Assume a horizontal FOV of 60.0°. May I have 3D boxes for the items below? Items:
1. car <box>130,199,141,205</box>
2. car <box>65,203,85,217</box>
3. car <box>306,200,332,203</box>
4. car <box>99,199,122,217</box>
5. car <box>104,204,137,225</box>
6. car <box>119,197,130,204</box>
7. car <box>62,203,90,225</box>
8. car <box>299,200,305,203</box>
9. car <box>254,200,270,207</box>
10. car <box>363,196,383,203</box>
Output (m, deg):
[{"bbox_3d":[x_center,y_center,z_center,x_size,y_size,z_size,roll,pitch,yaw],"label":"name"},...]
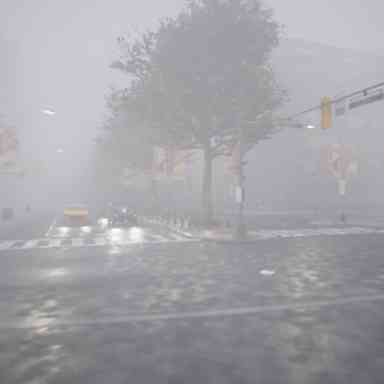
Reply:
[{"bbox_3d":[-14.347,2.484,84.511,1.895,1.301,4.718,0,-1,-20],"label":"car"},{"bbox_3d":[-13.144,1.962,37.307,2.033,1.411,5.357,0,-1,-20],"label":"car"},{"bbox_3d":[21.403,2.022,54.988,2.002,1.452,4.674,0,-1,-20],"label":"car"},{"bbox_3d":[-9.243,1.909,36.800,2.128,1.511,4.902,0,-1,-20],"label":"car"},{"bbox_3d":[-5.717,1.911,27.075,1.895,1.301,4.718,0,-1,-20],"label":"car"},{"bbox_3d":[-17.613,2.222,83.257,2.097,1.767,4.553,0,-1,-20],"label":"car"},{"bbox_3d":[-9.571,1.783,27.436,1.882,1.535,5.008,0,-1,-20],"label":"car"},{"bbox_3d":[24.372,2.333,68.623,1.895,1.301,4.718,0,-1,-20],"label":"car"},{"bbox_3d":[13.337,2.216,65.022,2.161,1.482,4.786,0,-1,-20],"label":"car"},{"bbox_3d":[41.455,2.022,75.775,2.435,2.045,5.566,0,-1,-20],"label":"car"}]
